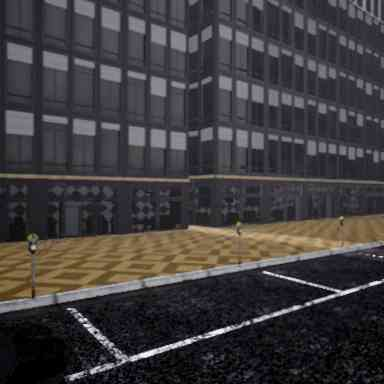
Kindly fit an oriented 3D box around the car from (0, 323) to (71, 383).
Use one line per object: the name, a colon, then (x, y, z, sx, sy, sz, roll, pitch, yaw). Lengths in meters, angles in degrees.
car: (-2.955, 1.486, 1.228, 4.892, 1.490, 1.837, 1, -1, -36)
